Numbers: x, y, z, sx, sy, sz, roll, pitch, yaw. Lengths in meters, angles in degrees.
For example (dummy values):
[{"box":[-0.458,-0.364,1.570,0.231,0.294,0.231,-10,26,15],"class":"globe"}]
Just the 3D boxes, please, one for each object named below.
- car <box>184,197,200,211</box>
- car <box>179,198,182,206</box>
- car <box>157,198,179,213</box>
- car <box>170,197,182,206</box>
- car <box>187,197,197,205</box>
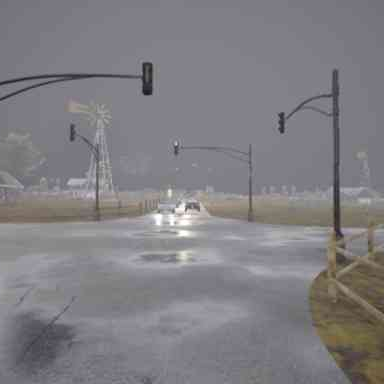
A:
[{"box":[0.051,1.618,42.306,1.812,1.442,4.674,0,0,0],"class":"car"},{"box":[-2.877,1.626,48.643,1.837,1.490,4.892,0,0,0],"class":"car"},{"box":[-2.879,1.676,38.261,1.895,1.301,4.718,0,0,0],"class":"car"},{"box":[-2.859,1.730,60.281,2.033,1.411,5.357,0,0,0],"class":"car"},{"box":[0.040,1.732,64.378,1.812,1.442,4.674,0,0,0],"class":"car"}]
